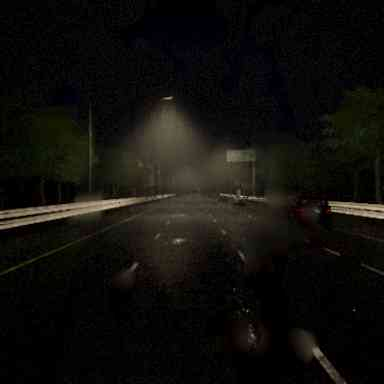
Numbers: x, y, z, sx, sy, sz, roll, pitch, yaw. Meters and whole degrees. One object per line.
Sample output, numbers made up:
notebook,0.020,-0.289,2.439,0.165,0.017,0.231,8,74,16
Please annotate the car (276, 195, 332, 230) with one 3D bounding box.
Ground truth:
car,7.034,1.224,21.432,2.150,2.045,5.566,0,0,0

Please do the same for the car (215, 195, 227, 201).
car,7.353,1.504,78.880,2.033,1.411,5.357,0,0,0

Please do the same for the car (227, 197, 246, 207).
car,7.165,1.542,51.737,2.033,1.411,5.357,0,0,0
